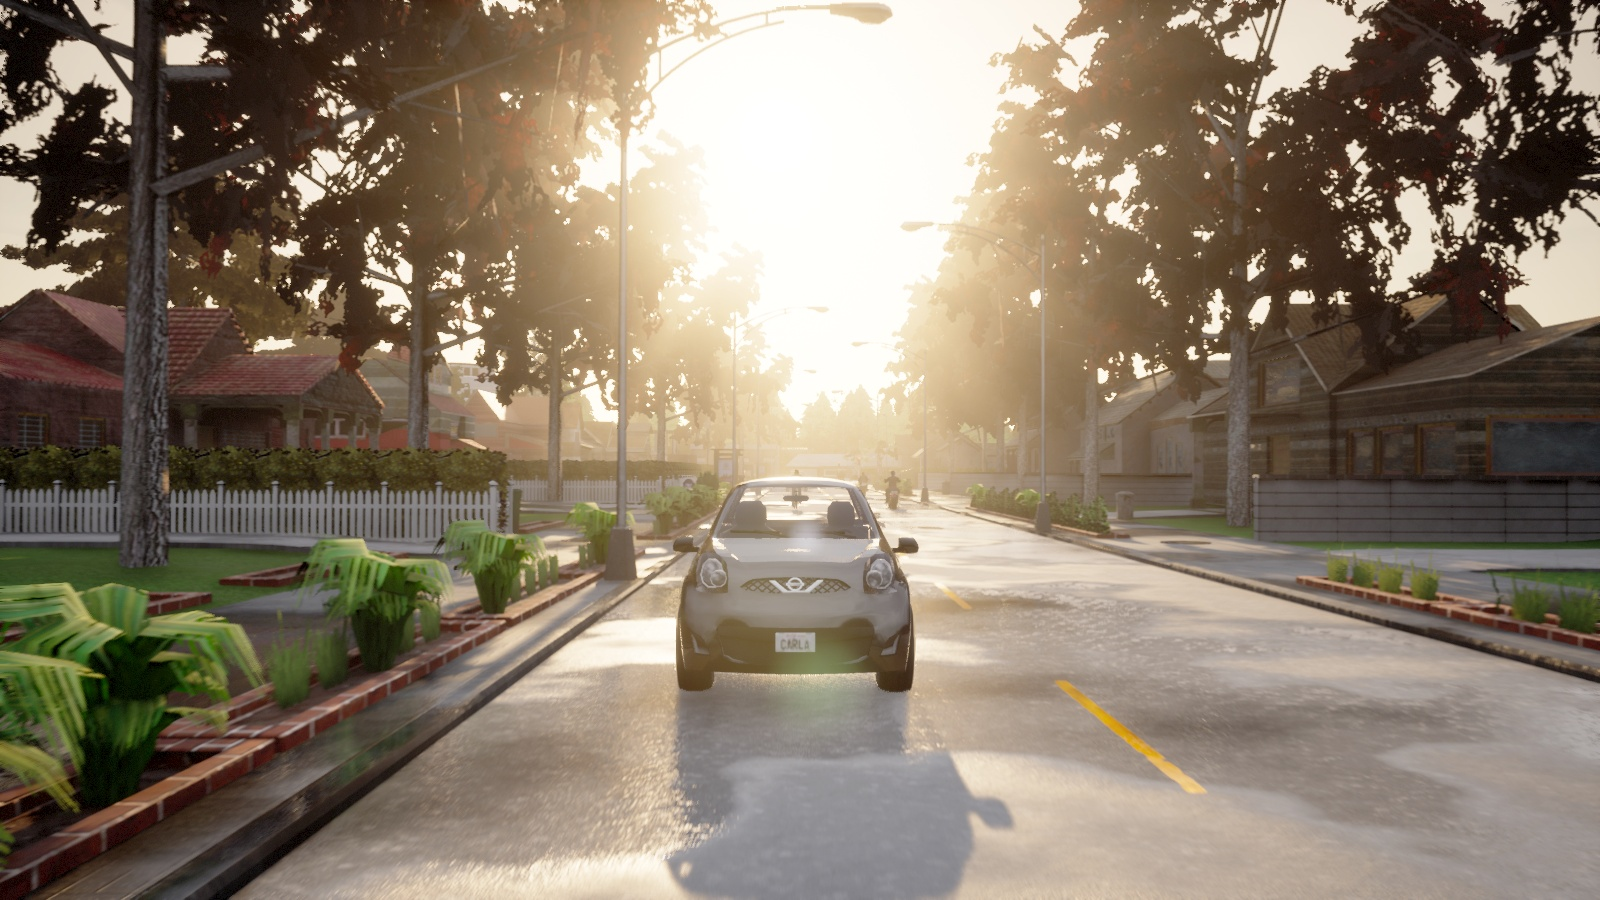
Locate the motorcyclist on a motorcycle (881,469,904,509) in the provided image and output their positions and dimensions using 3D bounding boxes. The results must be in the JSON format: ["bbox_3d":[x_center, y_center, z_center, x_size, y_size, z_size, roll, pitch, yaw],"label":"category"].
[{"bbox_3d":[3.870,1.630,52.623,0.766,1.649,2.350,0,-1,0],"label":"motorcyclist on a motorcycle"}]

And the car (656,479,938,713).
[{"bbox_3d":[-0.025,0.997,10.052,1.845,1.501,3.633,0,-1,0],"label":"car"}]
